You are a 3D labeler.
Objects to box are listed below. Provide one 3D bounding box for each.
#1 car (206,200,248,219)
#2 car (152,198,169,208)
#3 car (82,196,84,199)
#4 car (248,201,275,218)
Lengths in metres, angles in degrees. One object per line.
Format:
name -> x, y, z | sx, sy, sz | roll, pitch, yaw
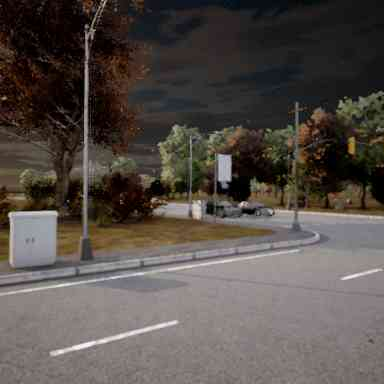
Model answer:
car -> 2.755, 1.533, 31.514 | 2.097, 1.767, 4.553 | 1, 0, -32
car -> -5.235, 1.638, 50.350 | 1.882, 1.535, 5.008 | 1, 0, -34
car -> -28.638, 1.478, 89.059 | 4.718, 1.301, 1.895 | 1, 0, 41
car -> 6.036, 1.703, 32.876 | 2.128, 1.511, 4.902 | 1, 0, -32
